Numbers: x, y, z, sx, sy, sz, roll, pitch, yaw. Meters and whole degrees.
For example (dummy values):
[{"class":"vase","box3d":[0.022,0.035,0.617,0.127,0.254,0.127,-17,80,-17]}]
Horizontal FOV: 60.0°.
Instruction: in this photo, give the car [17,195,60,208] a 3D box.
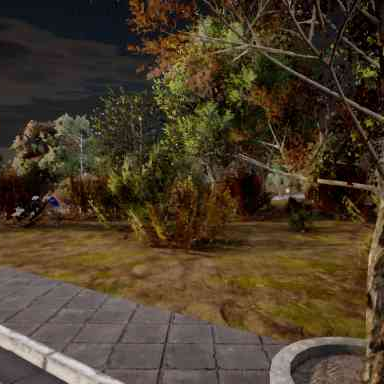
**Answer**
[{"class":"car","box3d":[-20.160,1.219,43.888,1.882,1.535,5.008,0,0,32]}]

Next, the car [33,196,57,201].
[{"class":"car","box3d":[-17.642,1.244,41.315,1.882,1.535,5.008,0,0,32]}]
